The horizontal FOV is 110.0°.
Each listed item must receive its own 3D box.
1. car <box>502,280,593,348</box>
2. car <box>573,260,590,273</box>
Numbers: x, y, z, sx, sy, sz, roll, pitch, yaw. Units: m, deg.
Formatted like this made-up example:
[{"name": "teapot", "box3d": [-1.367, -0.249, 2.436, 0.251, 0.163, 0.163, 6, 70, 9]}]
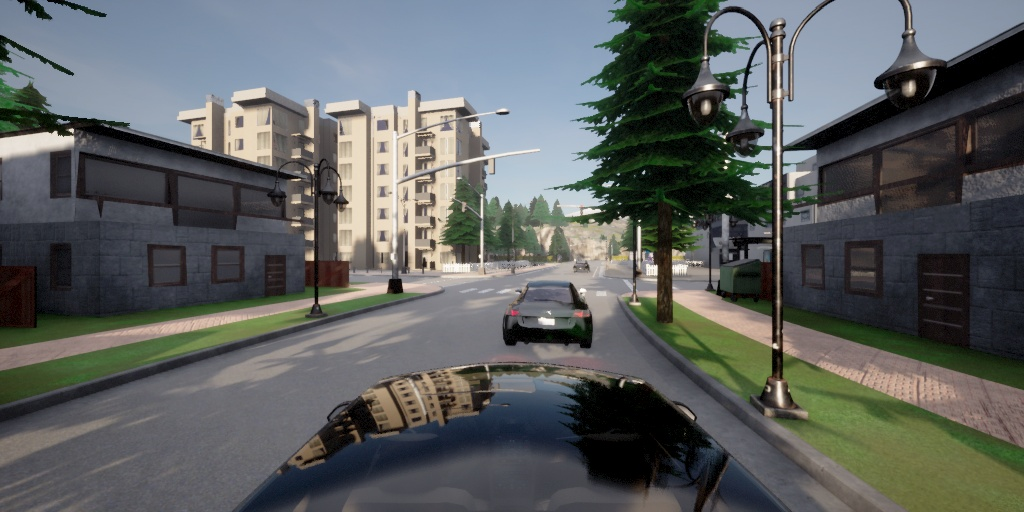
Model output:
[{"name": "car", "box3d": [0.994, 1.314, 9.313, 1.994, 1.385, 4.181, 0, 0, 8]}, {"name": "car", "box3d": [8.733, 1.276, 44.861, 2.128, 1.511, 4.902, 0, 0, 14]}]
